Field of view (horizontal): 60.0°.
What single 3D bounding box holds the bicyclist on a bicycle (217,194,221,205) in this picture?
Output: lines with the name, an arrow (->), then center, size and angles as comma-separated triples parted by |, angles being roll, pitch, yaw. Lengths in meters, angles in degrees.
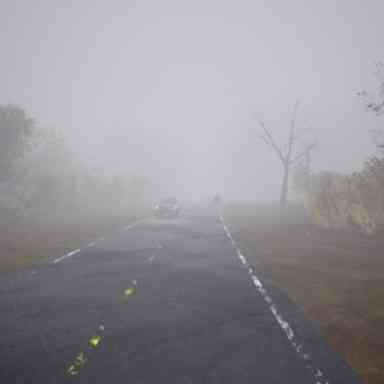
bicyclist on a bicycle -> 4.333, 1.200, 53.220 | 0.659, 1.776, 1.843 | 0, 0, 7

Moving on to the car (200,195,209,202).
car -> 2.844, 1.319, 69.563 | 2.033, 1.411, 5.357 | 0, 0, 9

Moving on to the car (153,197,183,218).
car -> -1.997, 1.252, 29.043 | 2.097, 1.767, 4.553 | 0, 0, 4

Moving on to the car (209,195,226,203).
car -> 4.780, 1.368, 62.280 | 1.994, 1.385, 4.181 | 0, 0, 9

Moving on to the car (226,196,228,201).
car -> 6.938, 1.321, 75.560 | 1.994, 1.385, 4.181 | 0, 0, 11

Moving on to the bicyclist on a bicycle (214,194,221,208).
bicyclist on a bicycle -> 3.201, 1.228, 43.533 | 0.659, 1.776, 1.843 | 0, 0, 6
